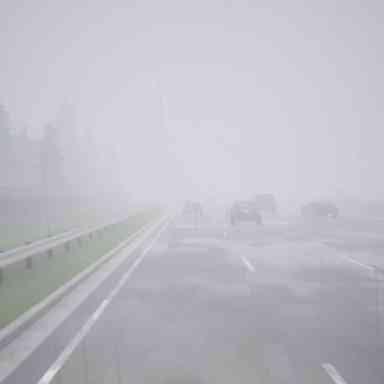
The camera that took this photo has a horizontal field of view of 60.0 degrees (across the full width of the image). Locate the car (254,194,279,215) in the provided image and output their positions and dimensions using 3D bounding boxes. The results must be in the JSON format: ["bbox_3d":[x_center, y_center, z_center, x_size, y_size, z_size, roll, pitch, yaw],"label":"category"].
[{"bbox_3d":[7.105,1.215,34.357,2.150,2.045,5.566,0,0,0],"label":"car"}]

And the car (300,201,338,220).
[{"bbox_3d":[10.604,1.500,28.023,1.837,1.490,4.892,0,0,0],"label":"car"}]

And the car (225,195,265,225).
[{"bbox_3d":[3.604,1.350,24.176,2.097,1.767,4.553,0,0,0],"label":"car"}]

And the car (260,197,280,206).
[{"bbox_3d":[13.272,1.556,56.934,1.994,1.385,4.181,0,0,-7],"label":"car"}]

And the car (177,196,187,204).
[{"bbox_3d":[-1.552,1.469,60.134,1.882,1.535,5.008,0,0,-9],"label":"car"}]

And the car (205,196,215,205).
[{"bbox_3d":[2.663,1.496,56.993,1.837,1.490,4.892,1,0,-9],"label":"car"}]

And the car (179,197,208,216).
[{"bbox_3d":[0.103,1.486,32.299,2.128,1.511,4.902,0,0,0],"label":"car"}]
